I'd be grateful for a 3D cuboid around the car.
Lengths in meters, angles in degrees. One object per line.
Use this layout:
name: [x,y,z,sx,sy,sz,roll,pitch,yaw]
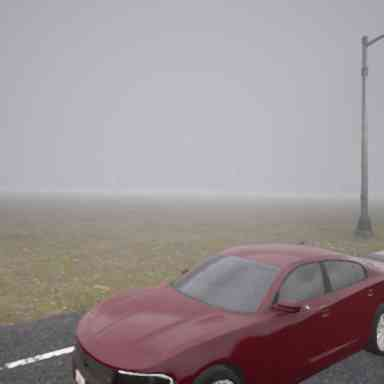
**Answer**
car: [0.996,1.503,4.560,5.008,1.535,1.882,0,0,-35]
